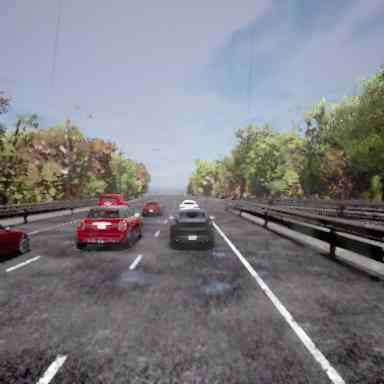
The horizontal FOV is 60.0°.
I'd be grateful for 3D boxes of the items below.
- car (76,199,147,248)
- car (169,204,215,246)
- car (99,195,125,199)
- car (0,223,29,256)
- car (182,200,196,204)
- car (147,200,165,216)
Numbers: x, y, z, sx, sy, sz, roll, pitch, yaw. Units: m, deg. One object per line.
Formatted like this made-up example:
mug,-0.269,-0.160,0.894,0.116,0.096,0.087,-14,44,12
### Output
car,-3.500,1.363,14.934,2.097,1.767,4.553,0,0,-1
car,-0.003,1.515,15.211,1.837,1.490,4.892,0,0,-1
car,-7.257,1.254,31.036,2.150,2.045,5.566,0,0,-1
car,-6.957,1.534,10.468,1.812,1.442,4.674,0,0,0
car,-0.295,1.558,32.747,1.812,1.442,4.674,0,0,-1
car,-3.800,1.560,32.887,1.812,1.442,4.674,0,0,-1
